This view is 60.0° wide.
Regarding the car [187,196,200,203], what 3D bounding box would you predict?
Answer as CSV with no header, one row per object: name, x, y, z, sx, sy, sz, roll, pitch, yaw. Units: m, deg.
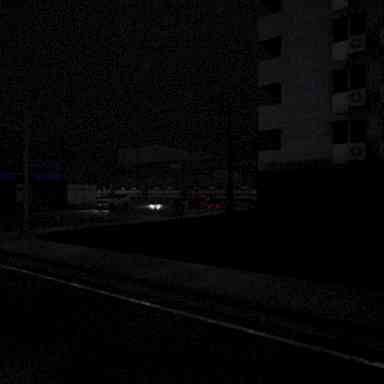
car,0.293,1.562,67.513,1.994,1.385,4.181,0,0,-8

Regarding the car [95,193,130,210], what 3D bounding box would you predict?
car,-10.460,1.210,44.283,2.150,2.045,5.566,0,1,25

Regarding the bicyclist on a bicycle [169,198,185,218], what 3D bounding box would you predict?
bicyclist on a bicycle,-1.250,1.300,27.342,1.656,1.620,0.582,0,0,36

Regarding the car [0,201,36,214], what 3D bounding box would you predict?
car,-17.969,1.599,32.505,1.895,1.301,4.718,0,0,35

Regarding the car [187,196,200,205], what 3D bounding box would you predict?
car,0.352,1.562,59.102,1.994,1.385,4.181,0,0,4

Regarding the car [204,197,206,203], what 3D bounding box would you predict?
car,3.835,1.350,67.370,2.097,1.767,4.553,0,0,-8

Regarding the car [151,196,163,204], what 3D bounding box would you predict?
car,-6.406,1.513,61.236,2.128,1.511,4.902,0,0,1

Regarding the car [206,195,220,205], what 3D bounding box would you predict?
car,3.825,1.524,58.512,1.812,1.442,4.674,0,0,4
